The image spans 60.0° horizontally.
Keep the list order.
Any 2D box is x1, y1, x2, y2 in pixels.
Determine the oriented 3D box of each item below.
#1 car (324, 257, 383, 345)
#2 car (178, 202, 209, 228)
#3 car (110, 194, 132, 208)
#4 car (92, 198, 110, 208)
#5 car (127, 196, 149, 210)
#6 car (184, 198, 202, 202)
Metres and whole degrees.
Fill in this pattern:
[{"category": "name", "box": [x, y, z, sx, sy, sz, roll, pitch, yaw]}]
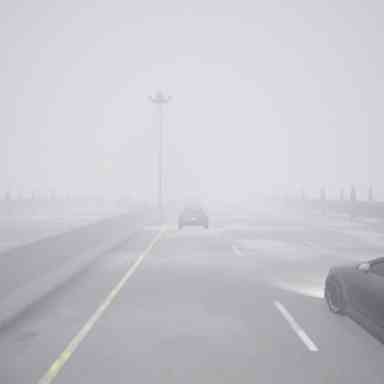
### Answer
[{"category": "car", "box": [3.598, 1.580, 4.904, 1.994, 1.385, 4.181, 0, 0, 0]}, {"category": "car", "box": [0.089, 1.637, 22.614, 1.994, 1.385, 4.181, 0, 0, 0]}, {"category": "car", "box": [-10.595, 1.388, 51.867, 2.150, 2.045, 5.566, 0, 0, 0]}, {"category": "car", "box": [-14.092, 1.672, 52.012, 1.837, 1.490, 4.892, 0, 0, 0]}, {"category": "car", "box": [-7.105, 1.637, 45.697, 2.128, 1.511, 4.902, 0, 0, 0]}, {"category": "car", "box": [0.080, 1.481, 40.363, 2.097, 1.767, 4.553, 0, 0, 0]}]
